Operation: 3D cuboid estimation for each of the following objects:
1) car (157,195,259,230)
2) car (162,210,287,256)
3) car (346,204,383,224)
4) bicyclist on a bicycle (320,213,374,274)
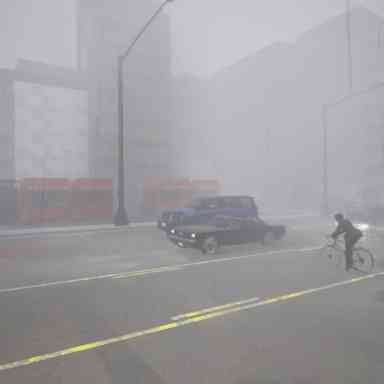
[{"bbox_3d":[1.005,1.194,17.088,5.566,2.045,2.150,0,0,-33],"label":"car"},{"bbox_3d":[1.461,1.577,13.213,4.718,1.301,1.895,0,0,-33],"label":"car"},{"bbox_3d":[13.501,1.591,25.044,4.181,1.385,1.994,0,0,-32],"label":"car"},{"bbox_3d":[4.370,1.443,9.515,0.582,1.620,1.656,0,-2,-33],"label":"bicyclist on a bicycle"}]
